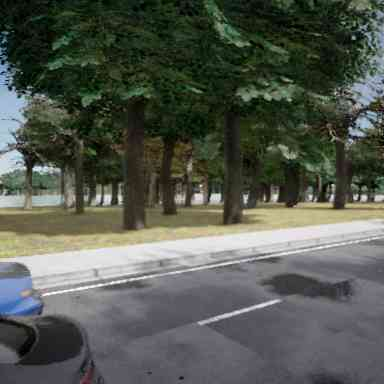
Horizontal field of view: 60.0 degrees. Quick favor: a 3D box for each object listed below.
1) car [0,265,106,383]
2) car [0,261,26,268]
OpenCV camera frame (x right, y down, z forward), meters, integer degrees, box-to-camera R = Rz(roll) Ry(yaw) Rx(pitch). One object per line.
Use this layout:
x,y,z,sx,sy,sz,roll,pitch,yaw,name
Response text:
-2.797,1.532,1.688,4.674,1.442,1.812,0,0,-35,car
-4.855,1.554,4.213,5.357,1.411,2.033,0,0,-35,car
